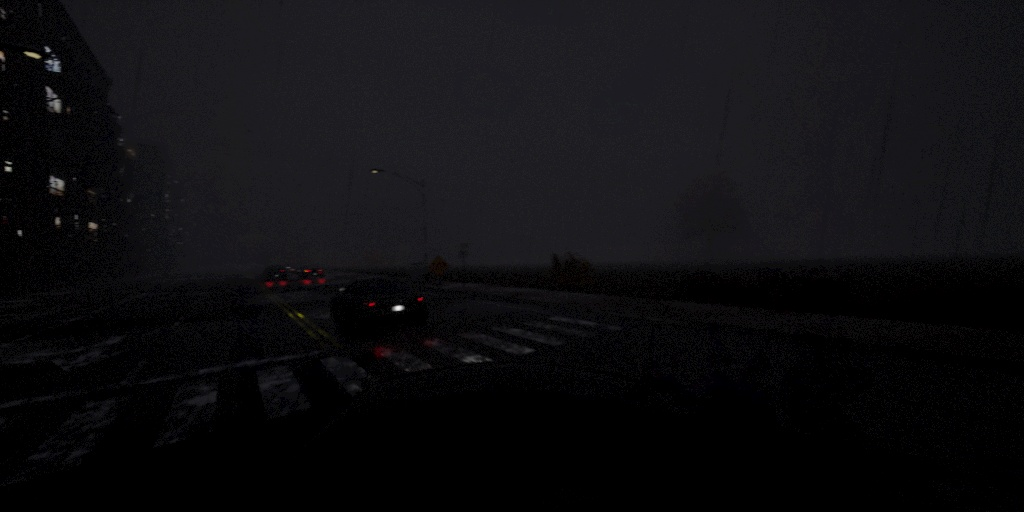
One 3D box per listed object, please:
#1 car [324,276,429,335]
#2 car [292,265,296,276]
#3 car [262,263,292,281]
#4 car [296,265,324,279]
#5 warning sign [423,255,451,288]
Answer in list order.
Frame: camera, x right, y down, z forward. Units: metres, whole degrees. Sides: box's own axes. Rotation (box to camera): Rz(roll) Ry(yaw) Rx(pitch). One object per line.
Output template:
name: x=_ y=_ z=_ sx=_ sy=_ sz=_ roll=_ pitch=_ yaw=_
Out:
car: x=-4.198 y=1.374 z=11.047 sx=1.994 sy=1.385 sz=4.181 roll=-2 pitch=0 yaw=-37
car: x=-27.857 y=1.847 z=46.492 sx=1.994 sy=1.385 sz=4.181 roll=-2 pitch=0 yaw=-38
car: x=-24.415 y=1.733 z=36.889 sx=2.128 sy=1.511 sz=4.902 roll=-2 pitch=0 yaw=-37
car: x=-21.571 y=1.676 z=38.526 sx=1.812 sy=1.442 sz=4.674 roll=-2 pitch=0 yaw=-37
warning sign: x=-4.238 y=0.871 z=20.932 sx=1.300 sy=1.860 sz=1.060 roll=0 pitch=0 yaw=-38
